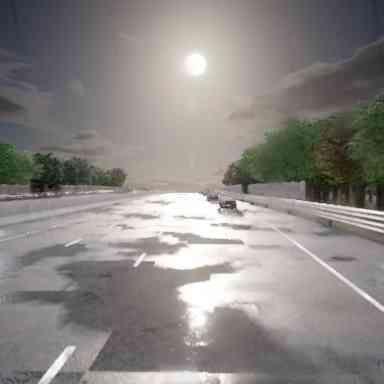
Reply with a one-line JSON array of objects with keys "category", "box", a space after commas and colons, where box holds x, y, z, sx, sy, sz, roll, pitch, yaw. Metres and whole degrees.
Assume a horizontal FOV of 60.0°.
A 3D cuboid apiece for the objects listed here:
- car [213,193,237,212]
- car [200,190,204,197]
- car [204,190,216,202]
[{"category": "car", "box": [3.678, 1.154, 35.671, 1.882, 1.535, 5.008, 0, 1, 0]}, {"category": "car", "box": [3.976, 0.563, 89.704, 1.895, 1.301, 4.718, 0, 1, 0]}, {"category": "car", "box": [3.818, 0.809, 61.086, 2.097, 1.767, 4.553, 0, 1, 0]}]
